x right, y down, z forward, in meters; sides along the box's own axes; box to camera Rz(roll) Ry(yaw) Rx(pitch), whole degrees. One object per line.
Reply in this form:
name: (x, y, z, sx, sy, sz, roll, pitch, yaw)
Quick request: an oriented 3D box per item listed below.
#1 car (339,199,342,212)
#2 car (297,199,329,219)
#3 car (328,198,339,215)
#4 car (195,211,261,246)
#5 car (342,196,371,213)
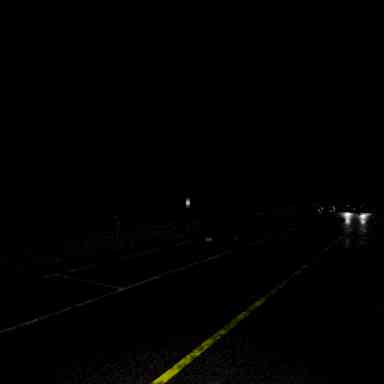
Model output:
car: (16.407, 1.441, 38.849, 1.967, 1.590, 4.097, 0, 0, 32)
car: (10.575, 1.582, 29.464, 1.802, 1.307, 4.206, 0, 0, 32)
car: (13.491, 1.567, 34.156, 1.947, 1.339, 4.313, 0, 0, 32)
car: (1.827, 1.566, 15.385, 1.947, 1.339, 4.313, 0, 0, 32)
car: (18.348, 1.526, 37.001, 1.812, 1.442, 4.674, 0, 0, 32)
